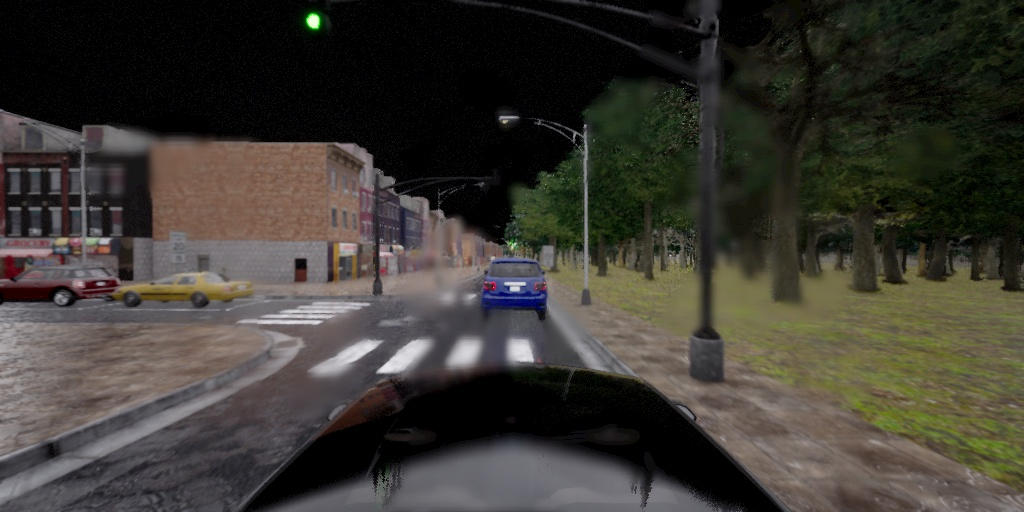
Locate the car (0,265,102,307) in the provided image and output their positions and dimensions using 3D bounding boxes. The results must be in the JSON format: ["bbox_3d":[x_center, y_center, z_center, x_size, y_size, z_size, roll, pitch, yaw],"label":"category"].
[{"bbox_3d":[-18.637,1.143,14.566,4.097,1.591,1.967,0,0,0],"label":"car"}]

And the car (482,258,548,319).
[{"bbox_3d":[0.100,1.114,13.603,2.150,2.045,5.566,0,0,0],"label":"car"}]

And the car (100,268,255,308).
[{"bbox_3d":[-13.266,1.263,14.598,4.829,1.417,1.751,0,0,0],"label":"car"}]
